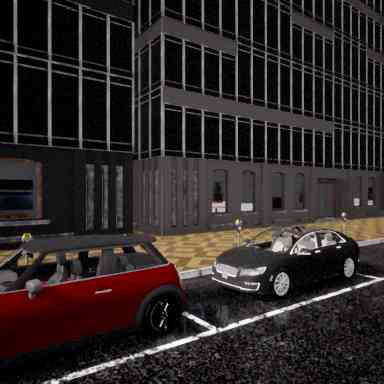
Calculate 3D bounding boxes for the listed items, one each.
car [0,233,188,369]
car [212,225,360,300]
[{"bbox_3d":[-2.158,1.440,5.021,4.097,1.590,1.967,0,0,-35],"label":"car"},{"bbox_3d":[2.477,1.549,8.324,4.403,1.369,2.008,0,0,-35],"label":"car"}]
